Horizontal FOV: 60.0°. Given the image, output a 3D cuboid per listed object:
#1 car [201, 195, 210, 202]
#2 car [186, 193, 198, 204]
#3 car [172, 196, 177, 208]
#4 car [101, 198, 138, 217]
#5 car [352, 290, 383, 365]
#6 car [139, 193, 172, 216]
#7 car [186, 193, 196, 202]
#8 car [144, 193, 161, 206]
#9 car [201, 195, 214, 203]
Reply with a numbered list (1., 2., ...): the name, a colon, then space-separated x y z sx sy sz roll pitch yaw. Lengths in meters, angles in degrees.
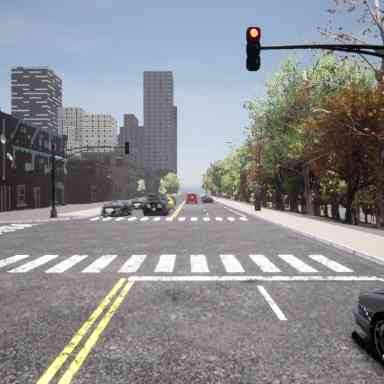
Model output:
1. car: 3.101 1.447 75.901 1.882 1.535 5.008 0 0 0
2. car: -0.032 1.197 65.176 2.150 2.045 5.566 0 0 0
3. car: -3.428 1.463 43.924 1.882 1.535 5.008 0 0 0
4. car: -6.882 1.483 30.711 2.128 1.511 4.902 0 0 3
5. car: 3.345 1.547 2.555 2.033 1.411 5.357 0 0 0
6. car: -3.422 1.210 32.573 2.150 2.045 5.566 0 0 0
7. car: -0.150 1.194 75.712 2.150 2.045 5.566 0 0 0
8. car: -6.696 1.202 56.303 2.150 2.045 5.566 0 0 1
9. car: 3.222 1.539 65.873 1.994 1.385 4.181 0 0 0
